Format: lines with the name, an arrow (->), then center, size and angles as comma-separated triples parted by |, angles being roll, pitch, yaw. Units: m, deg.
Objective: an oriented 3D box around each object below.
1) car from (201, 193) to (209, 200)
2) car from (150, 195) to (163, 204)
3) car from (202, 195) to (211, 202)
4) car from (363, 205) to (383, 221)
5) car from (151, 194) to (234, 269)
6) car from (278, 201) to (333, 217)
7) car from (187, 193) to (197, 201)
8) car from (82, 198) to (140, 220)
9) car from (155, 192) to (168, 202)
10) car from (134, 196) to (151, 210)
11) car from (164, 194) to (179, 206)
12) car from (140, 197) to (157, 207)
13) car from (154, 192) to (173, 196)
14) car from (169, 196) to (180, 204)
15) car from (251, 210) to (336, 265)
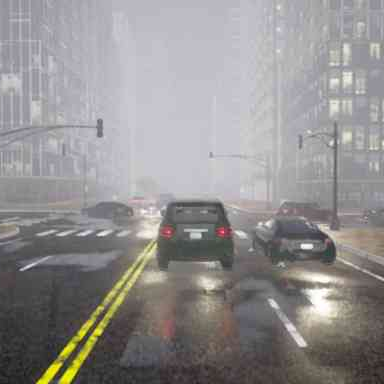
car -> 3.256, 1.119, 83.542 | 1.882, 1.535, 5.008 | 0, 0, 0
car -> -6.496, 1.348, 61.091 | 1.882, 1.535, 5.008 | 0, 0, 0
car -> 3.256, 1.354, 73.543 | 1.812, 1.442, 4.674 | 0, 0, 0
car -> 16.860, 1.647, 28.108 | 4.181, 1.385, 1.994 | 0, 1, 1
car -> 0.095, 1.201, 11.189 | 2.150, 2.045, 5.566 | 0, 0, 0
car -> 8.448, 1.429, 24.469 | 4.553, 1.767, 2.097 | 0, 2, -30
car -> 0.005, 1.188, 75.115 | 2.097, 1.767, 4.553 | 0, 0, 0
car -> -6.801, 1.428, 26.807 | 4.674, 1.442, 1.812 | 1, 1, 31
car -> -6.496, 1.068, 71.661 | 2.150, 2.045, 5.566 | 0, 0, 0
car -> -6.620, 1.269, 41.847 | 2.097, 1.767, 4.553 | 0, 0, 1
car -> -3.310, 1.241, 53.447 | 2.097, 1.767, 4.553 | 0, 0, 0
car -> -6.569, 1.497, 50.837 | 1.895, 1.301, 4.718 | 0, 0, 0
car -> -3.360, 1.134, 43.636 | 2.150, 2.045, 5.566 | 0, 0, -1
car -> -3.247, 1.465, 63.501 | 1.895, 1.301, 4.718 | 0, 0, 0
car -> 3.344, 1.543, 11.673 | 1.994, 1.385, 4.181 | 0, 0, 0
